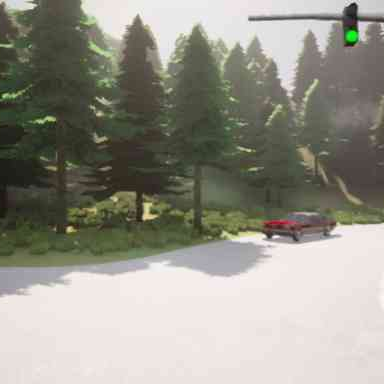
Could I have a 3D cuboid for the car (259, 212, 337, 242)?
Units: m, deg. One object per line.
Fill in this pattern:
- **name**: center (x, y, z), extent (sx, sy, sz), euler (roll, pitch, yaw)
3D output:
- **car**: center (5.696, 1.755, 17.661), extent (4.718, 1.301, 1.895), euler (0, -1, -40)
